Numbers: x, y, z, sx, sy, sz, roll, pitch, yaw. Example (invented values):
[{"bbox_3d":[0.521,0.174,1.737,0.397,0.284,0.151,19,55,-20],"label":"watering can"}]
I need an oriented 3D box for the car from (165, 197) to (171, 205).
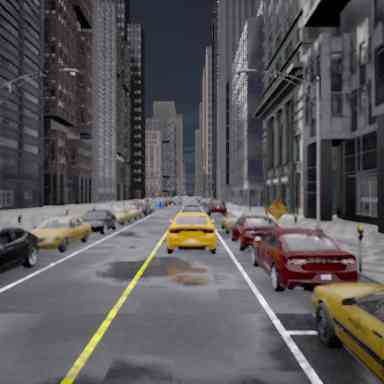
[{"bbox_3d":[-5.809,1.991,65.455,2.192,1.841,5.009,0,-1,0],"label":"car"}]

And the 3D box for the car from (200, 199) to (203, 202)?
[{"bbox_3d":[2.725,2.105,54.184,2.008,1.369,4.403,0,-1,0],"label":"car"}]

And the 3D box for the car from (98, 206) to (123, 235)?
[{"bbox_3d":[-5.778,1.769,20.330,1.947,1.339,4.313,0,-1,0],"label":"car"}]

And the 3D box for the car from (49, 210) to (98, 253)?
[{"bbox_3d":[-5.774,1.670,14.520,1.752,1.417,4.829,0,-1,0],"label":"car"}]

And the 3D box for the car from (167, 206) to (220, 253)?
[{"bbox_3d":[-0.004,1.622,14.473,1.882,1.535,5.008,0,0,0],"label":"car"}]

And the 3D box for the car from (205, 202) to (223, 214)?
[{"bbox_3d":[2.732,1.985,42.904,2.008,1.369,4.403,0,-1,0],"label":"car"}]

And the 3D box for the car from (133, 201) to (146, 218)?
[{"bbox_3d":[-5.785,1.841,31.441,1.752,1.417,4.829,0,-1,0],"label":"car"}]

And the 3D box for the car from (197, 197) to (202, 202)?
[{"bbox_3d":[2.713,2.178,71.105,1.967,1.590,4.097,0,-1,0],"label":"car"}]

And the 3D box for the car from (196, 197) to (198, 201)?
[{"bbox_3d":[2.706,2.428,82.385,1.947,1.339,4.313,0,-1,0],"label":"car"}]

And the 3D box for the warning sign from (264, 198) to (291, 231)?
[{"bbox_3d":[5.058,1.312,19.775,1.300,1.860,1.060,0,0,0],"label":"warning sign"}]

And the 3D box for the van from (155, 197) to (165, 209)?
[{"bbox_3d":[-5.801,1.895,54.175,1.690,1.788,3.998,0,-1,0],"label":"van"}]

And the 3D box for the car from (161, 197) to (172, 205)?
[{"bbox_3d":[-5.816,2.116,76.736,2.192,1.841,5.009,0,-1,0],"label":"car"}]

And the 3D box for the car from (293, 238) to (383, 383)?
[{"bbox_3d":[2.759,1.562,3.593,1.752,1.417,4.829,0,-1,0],"label":"car"}]

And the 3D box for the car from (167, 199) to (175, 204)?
[{"bbox_3d":[-5.826,2.553,93.655,1.947,1.339,4.313,0,-1,0],"label":"car"}]

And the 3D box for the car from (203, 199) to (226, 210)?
[{"bbox_3d":[2.735,1.691,37.266,2.192,1.841,5.009,0,-1,0],"label":"car"}]

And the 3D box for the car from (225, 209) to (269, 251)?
[{"bbox_3d":[2.751,1.691,14.703,1.887,1.381,4.507,0,-1,0],"label":"car"}]

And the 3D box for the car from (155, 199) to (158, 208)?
[{"bbox_3d":[-5.793,1.958,42.722,1.752,1.417,4.829,0,-1,0],"label":"car"}]

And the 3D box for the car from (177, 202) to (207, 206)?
[{"bbox_3d":[-0.018,1.838,28.984,2.033,1.411,5.357,0,-1,0],"label":"car"}]

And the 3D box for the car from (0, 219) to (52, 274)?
[{"bbox_3d":[-5.770,1.656,9.049,1.947,1.339,4.313,0,-1,0],"label":"car"}]

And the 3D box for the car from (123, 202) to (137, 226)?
[{"bbox_3d":[-5.782,1.784,25.800,1.752,1.417,4.829,0,-1,0],"label":"car"}]

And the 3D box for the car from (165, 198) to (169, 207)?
[{"bbox_3d":[-5.804,2.166,59.812,2.008,1.369,4.403,0,-1,0],"label":"car"}]

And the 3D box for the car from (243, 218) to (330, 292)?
[{"bbox_3d":[2.755,1.635,9.063,1.887,1.381,4.507,0,-1,0],"label":"car"}]

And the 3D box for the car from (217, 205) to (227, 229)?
[{"bbox_3d":[2.747,1.730,20.514,1.752,1.417,4.829,0,-1,0],"label":"car"}]

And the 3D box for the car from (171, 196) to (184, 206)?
[{"bbox_3d":[-3.046,2.235,70.999,1.837,1.490,4.892,0,-1,0],"label":"car"}]

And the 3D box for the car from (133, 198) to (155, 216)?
[{"bbox_3d":[-5.790,1.691,37.253,2.192,1.841,5.009,0,-1,0],"label":"car"}]
